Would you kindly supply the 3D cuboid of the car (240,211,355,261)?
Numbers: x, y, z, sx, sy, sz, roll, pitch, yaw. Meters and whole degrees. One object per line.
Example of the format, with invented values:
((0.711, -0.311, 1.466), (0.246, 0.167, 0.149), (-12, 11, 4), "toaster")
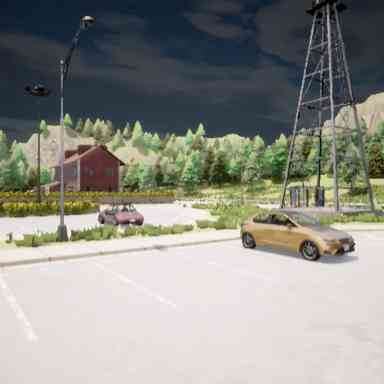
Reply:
((3.640, 1.470, 12.076), (1.816, 1.474, 4.193), (0, 0, -35), "car")

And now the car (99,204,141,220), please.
((-4.746, 1.484, 21.905), (1.784, 1.438, 3.905), (0, 0, -35), "car")
